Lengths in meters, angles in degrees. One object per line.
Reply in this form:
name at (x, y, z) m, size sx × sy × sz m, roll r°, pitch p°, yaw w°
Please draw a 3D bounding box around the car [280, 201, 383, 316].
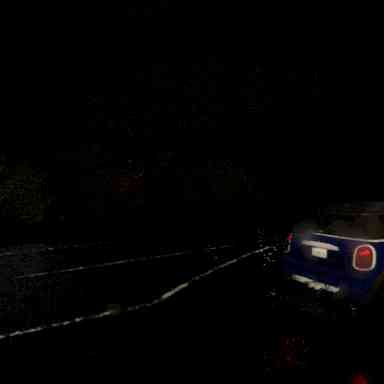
car at (4.016, 0.950, 6.640) m, size 4.553 × 1.767 × 2.097 m, roll -3°, pitch 2°, yaw -28°
